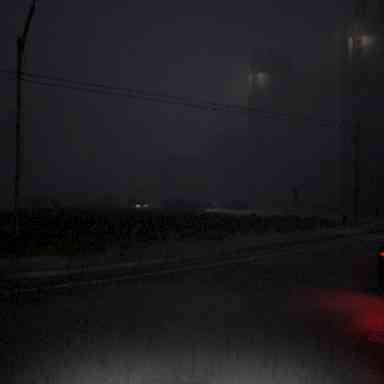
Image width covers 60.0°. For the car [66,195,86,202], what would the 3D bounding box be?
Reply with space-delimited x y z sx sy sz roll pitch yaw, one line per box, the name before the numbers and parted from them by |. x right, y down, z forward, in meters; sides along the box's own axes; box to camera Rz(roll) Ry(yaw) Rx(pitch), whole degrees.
car | -25.201 1.430 72.447 4.193 1.474 1.816 1 0 -38

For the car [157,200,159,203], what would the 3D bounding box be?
car | -4.358 1.610 59.371 2.128 1.511 4.902 1 0 -38

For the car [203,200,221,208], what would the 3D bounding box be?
car | 1.337 1.748 46.360 1.895 1.301 4.718 1 0 -39

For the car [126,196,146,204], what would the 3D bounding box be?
car | -10.219 1.475 60.996 2.097 1.767 4.553 1 0 -39

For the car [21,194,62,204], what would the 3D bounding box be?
car | -20.501 1.213 46.004 4.605 1.855 1.932 1 0 -38

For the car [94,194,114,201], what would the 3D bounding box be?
car | -16.404 1.307 62.213 3.866 1.878 1.905 1 0 -38

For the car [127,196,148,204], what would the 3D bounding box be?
car | -11.104 1.561 67.714 2.128 1.511 4.902 1 0 -39

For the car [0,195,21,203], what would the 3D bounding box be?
car | -34.564 1.315 63.544 3.905 1.438 1.784 1 0 -38

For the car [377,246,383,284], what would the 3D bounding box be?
car | 6.489 1.576 8.291 5.008 1.535 1.882 1 0 -38

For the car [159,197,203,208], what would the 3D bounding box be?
car | -1.418 1.588 43.206 4.611 1.667 2.242 1 0 -38

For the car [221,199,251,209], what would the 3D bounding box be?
car | 5.955 1.677 46.492 1.882 1.535 5.008 1 0 -38
